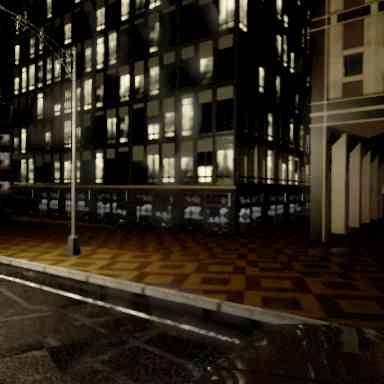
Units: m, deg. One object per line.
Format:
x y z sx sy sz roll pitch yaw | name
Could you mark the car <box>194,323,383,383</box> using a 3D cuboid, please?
2.492 1.533 1.785 5.357 1.411 2.033 -1 -1 35 | car
